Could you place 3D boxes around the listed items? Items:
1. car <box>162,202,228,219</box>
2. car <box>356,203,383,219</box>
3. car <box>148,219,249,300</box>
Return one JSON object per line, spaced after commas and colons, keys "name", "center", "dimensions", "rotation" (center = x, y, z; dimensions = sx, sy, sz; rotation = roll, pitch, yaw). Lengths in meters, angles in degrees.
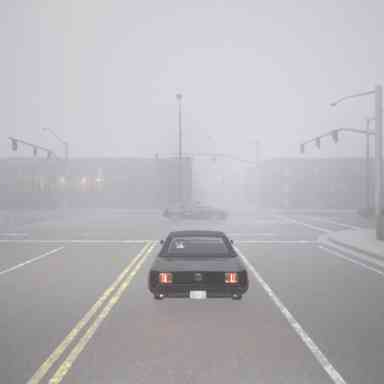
{"name": "car", "center": [0.200, 1.491, 25.011], "dimensions": [4.902, 1.511, 2.128], "rotation": [0, 0, 0]}
{"name": "car", "center": [16.893, 1.601, 28.749], "dimensions": [4.718, 1.301, 1.895], "rotation": [0, 0, 0]}
{"name": "car", "center": [0.121, 1.601, 8.334], "dimensions": [1.895, 1.301, 4.718], "rotation": [0, 0, 0]}
